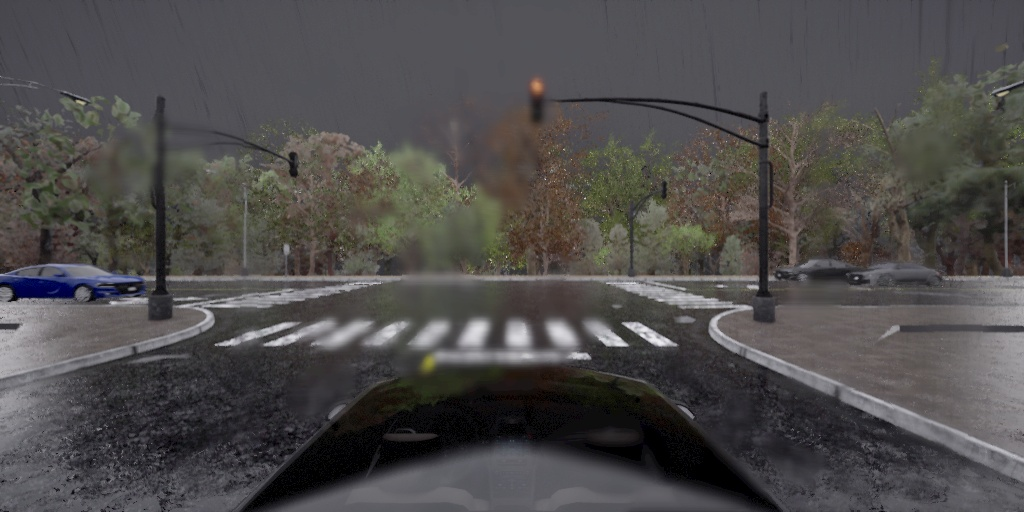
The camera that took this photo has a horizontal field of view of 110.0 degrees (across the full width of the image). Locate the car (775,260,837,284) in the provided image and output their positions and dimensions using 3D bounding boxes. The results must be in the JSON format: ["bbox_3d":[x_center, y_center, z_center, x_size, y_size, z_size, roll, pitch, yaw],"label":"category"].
[{"bbox_3d":[20.248,1.006,23.759,5.008,1.535,1.882,0,0,1],"label":"car"}]

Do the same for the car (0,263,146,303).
[{"bbox_3d":[-17.925,1.061,14.602,5.008,1.535,1.882,0,0,1],"label":"car"}]

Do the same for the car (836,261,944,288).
[{"bbox_3d":[21.671,1.088,20.482,4.181,1.385,1.994,0,0,1],"label":"car"}]
